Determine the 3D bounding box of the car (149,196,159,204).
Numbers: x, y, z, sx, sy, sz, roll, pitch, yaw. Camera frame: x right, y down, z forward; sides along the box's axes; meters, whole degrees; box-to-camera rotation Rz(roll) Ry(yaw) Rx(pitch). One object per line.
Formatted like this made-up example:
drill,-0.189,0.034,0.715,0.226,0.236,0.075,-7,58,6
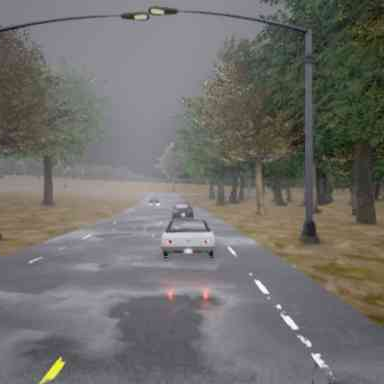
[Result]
car,-7.357,1.484,64.980,1.837,1.490,4.892,0,1,-5

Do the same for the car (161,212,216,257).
car,-0.161,1.691,13.312,1.895,1.301,4.718,0,0,-1

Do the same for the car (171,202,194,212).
car,-0.823,1.637,29.017,1.812,1.442,4.674,0,0,-3
